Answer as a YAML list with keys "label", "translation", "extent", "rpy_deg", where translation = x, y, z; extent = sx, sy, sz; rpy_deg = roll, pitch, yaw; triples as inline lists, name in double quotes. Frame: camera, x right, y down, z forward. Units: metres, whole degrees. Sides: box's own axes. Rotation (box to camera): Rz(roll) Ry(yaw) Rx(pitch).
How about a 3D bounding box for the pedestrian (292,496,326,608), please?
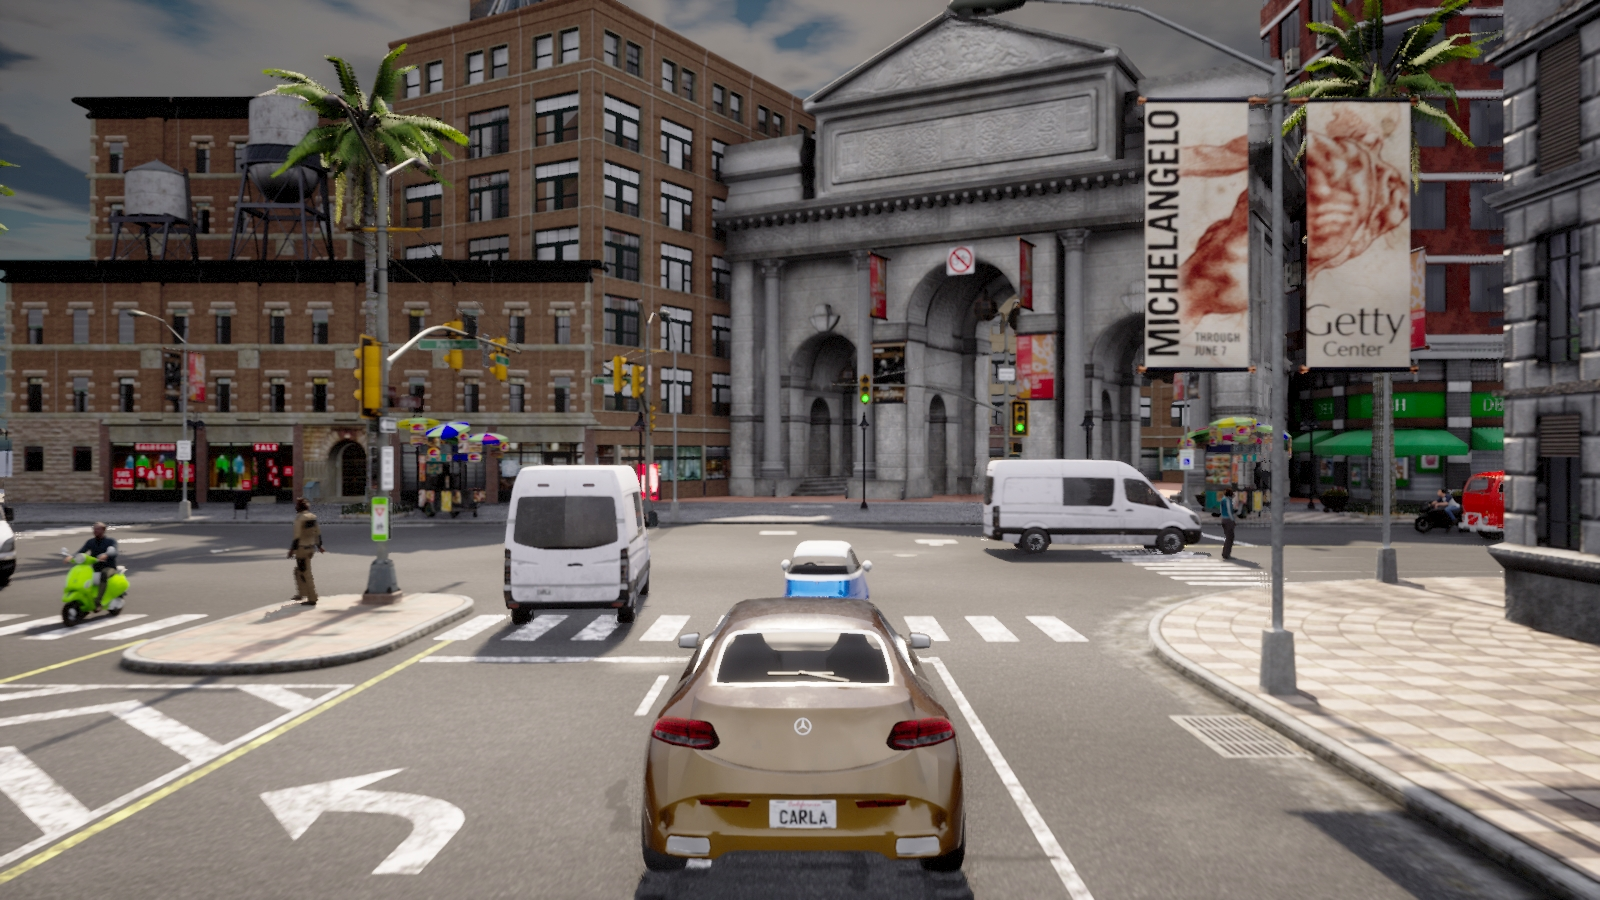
- label: "pedestrian"
  translation: [-8.328, 1.718, 19.374]
  extent: [0.375, 1.860, 0.375]
  rpy_deg: [0, 0, 12]

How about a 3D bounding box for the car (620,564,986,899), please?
- label: "car"
  translation: [0.037, 1.999, 9.231]
  extent: [2.152, 1.651, 5.027]
  rpy_deg: [0, 0, 0]

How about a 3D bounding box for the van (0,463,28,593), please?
- label: "van"
  translation: [-18.419, 1.550, 24.133]
  extent: [5.915, 2.561, 1.988]
  rpy_deg: [0, 0, 41]

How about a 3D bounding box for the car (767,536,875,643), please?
- label: "car"
  translation: [0.370, 2.134, 17.913]
  extent: [1.481, 1.376, 2.207]
  rpy_deg: [0, 0, 7]

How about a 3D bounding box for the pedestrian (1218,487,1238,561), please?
- label: "pedestrian"
  translation: [10.916, 1.872, 29.147]
  extent: [0.375, 1.860, 0.375]
  rpy_deg: [0, 0, 4]

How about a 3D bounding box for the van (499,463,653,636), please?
- label: "van"
  translation: [-3.793, 1.549, 20.404]
  extent: [1.988, 2.561, 5.915]
  rpy_deg: [0, 0, -4]

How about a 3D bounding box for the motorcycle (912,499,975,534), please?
- label: "motorcycle"
  translation: [4.857, 2.242, 38.707]
  extent: [2.033, 1.145, 0.803]
  rpy_deg: [0, 0, 1]

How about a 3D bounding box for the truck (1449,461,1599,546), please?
- label: "truck"
  translation: [23.287, 1.597, 35.119]
  extent: [5.204, 2.467, 2.627]
  rpy_deg: [0, 0, 0]

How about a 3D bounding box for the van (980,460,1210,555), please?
- label: "van"
  translation: [8.115, 1.560, 31.854]
  extent: [5.915, 2.561, 1.988]
  rpy_deg: [0, 0, 1]
